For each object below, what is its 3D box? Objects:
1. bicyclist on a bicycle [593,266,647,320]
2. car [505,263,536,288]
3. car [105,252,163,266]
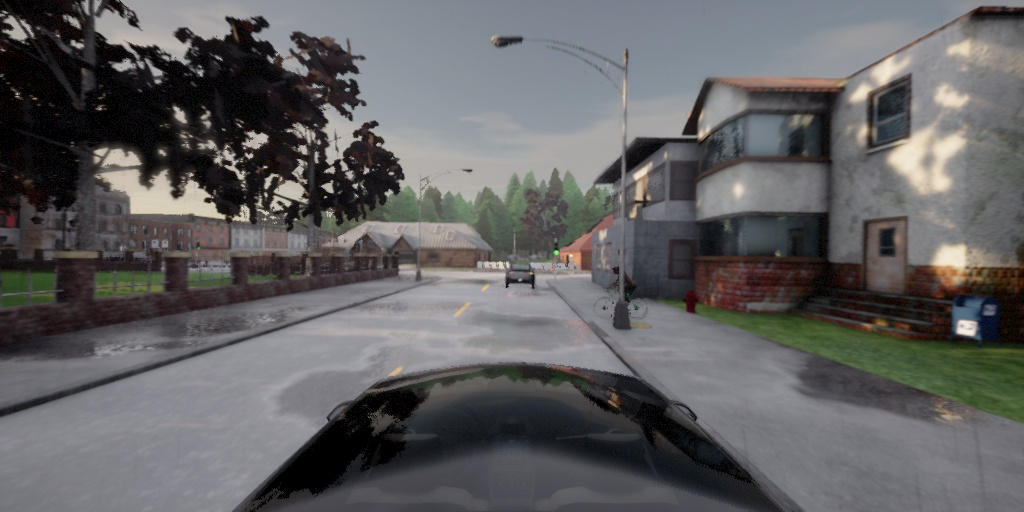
[{"bbox_3d":[3.304,1.134,10.912,1.656,1.620,0.582,1,0,1],"label":"bicyclist on a bicycle"},{"bbox_3d":[0.539,1.200,23.441,2.128,1.511,4.902,1,0,1],"label":"car"},{"bbox_3d":[-38.740,0.359,36.808,4.553,1.767,2.097,1,0,2],"label":"car"}]
